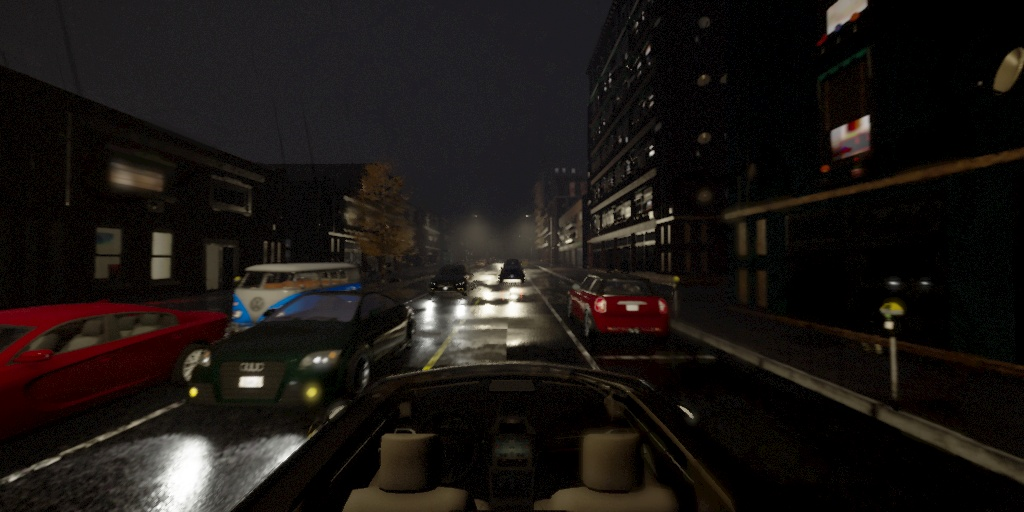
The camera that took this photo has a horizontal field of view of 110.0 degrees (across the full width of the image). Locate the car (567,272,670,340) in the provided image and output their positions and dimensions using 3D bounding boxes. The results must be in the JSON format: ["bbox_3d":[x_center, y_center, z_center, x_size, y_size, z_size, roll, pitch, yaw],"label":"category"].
[{"bbox_3d":[2.692,1.186,9.991,1.967,1.591,4.097,0,0,0],"label":"car"}]

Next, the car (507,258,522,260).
[{"bbox_3d":[0.078,1.085,45.067,2.097,1.767,4.553,0,0,0],"label":"car"}]

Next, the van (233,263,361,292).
[{"bbox_3d":[-5.689,1.088,9.931,1.690,1.789,3.998,0,0,0],"label":"van"}]

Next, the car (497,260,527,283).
[{"bbox_3d":[0.017,1.266,27.637,1.812,1.442,4.674,0,0,0],"label":"car"}]

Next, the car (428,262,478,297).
[{"bbox_3d":[-3.080,1.249,19.012,1.837,1.490,4.892,0,0,0],"label":"car"}]

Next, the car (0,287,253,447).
[{"bbox_3d":[-5.690,1.294,4.244,1.888,1.381,4.507,0,0,0],"label":"car"}]

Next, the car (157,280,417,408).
[{"bbox_3d":[-3.089,1.313,6.257,1.994,1.385,4.181,0,0,0],"label":"car"}]
